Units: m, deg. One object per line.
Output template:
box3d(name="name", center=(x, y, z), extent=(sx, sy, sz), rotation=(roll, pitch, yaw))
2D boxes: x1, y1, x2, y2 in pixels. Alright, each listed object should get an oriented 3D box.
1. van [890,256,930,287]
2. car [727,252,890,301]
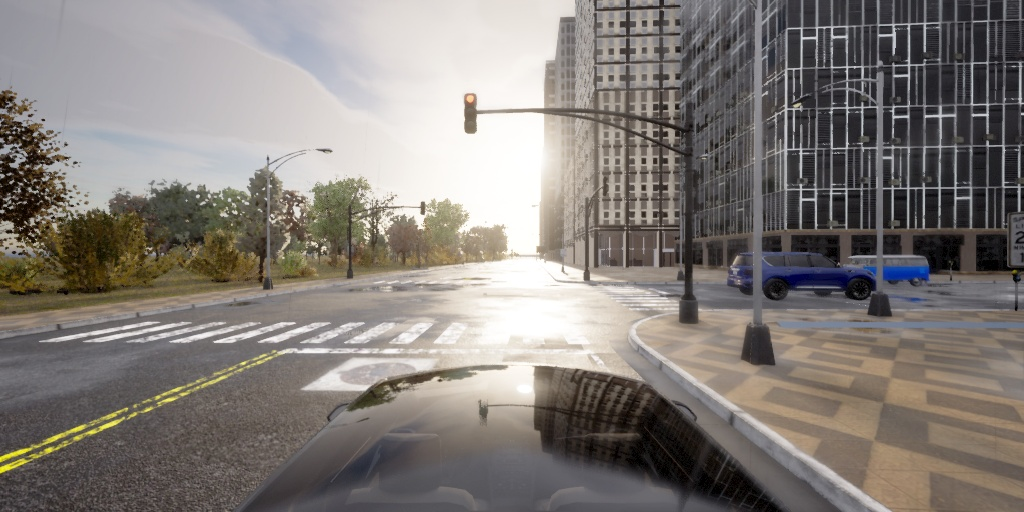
box3d(name="van", center=(21.988, 0.856, 21.226), extent=(3.998, 1.789, 1.690), rotation=(0, 0, 4))
box3d(name="car", center=(12.731, 0.833, 15.983), extent=(5.566, 2.045, 2.150), rotation=(0, 0, 4))
